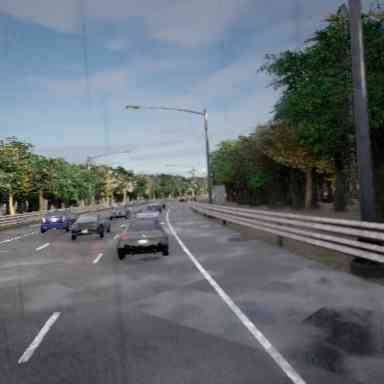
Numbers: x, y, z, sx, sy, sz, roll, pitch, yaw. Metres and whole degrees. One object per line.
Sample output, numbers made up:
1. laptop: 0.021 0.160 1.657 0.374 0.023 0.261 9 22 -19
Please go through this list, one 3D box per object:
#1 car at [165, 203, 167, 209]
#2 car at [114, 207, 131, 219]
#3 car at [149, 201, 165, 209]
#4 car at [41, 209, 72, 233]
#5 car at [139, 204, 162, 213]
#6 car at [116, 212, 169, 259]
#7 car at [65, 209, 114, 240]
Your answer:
1. car: -5.673 2.398 60.201 1.837 1.490 4.892 -3 -1 -1
2. car: -7.914 2.345 36.956 2.033 1.411 5.357 -3 -1 -5
3. car: -5.154 2.213 46.378 1.882 1.535 5.008 -3 -1 -3
4. car: -10.517 2.198 26.906 2.097 1.767 4.553 -3 -1 -6
5. car: -4.002 2.124 30.838 1.895 1.301 4.718 -3 -1 -5
6. car: -2.071 1.821 14.167 1.994 1.385 4.181 -3 -1 -8
7. car: -6.350 2.087 21.121 1.812 1.442 4.674 -3 0 -7
